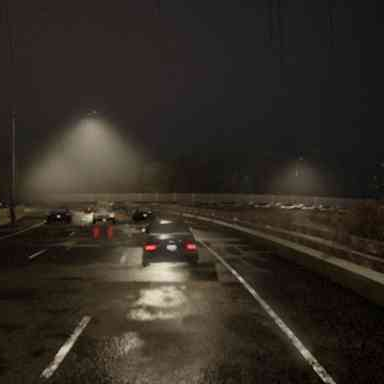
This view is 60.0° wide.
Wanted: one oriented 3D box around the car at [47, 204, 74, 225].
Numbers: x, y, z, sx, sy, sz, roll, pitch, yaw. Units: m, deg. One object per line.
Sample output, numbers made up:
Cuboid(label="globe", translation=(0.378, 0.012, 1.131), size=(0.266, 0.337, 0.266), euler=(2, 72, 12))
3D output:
Cuboid(label="car", translation=(-11.563, 2.044, 29.362), size=(1.994, 1.385, 4.181), euler=(0, -1, -16))

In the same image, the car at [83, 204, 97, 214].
Cuboid(label="car", translation=(-13.615, 2.325, 45.124), size=(1.895, 1.301, 4.718), euler=(0, -1, -24))

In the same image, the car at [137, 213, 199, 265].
Cuboid(label="car", translation=(-0.901, 1.738, 12.460), size=(2.033, 1.411, 5.357), euler=(0, -1, -6))

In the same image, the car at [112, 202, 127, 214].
Cuboid(label="car", translation=(-10.315, 2.231, 46.229), size=(1.837, 1.490, 4.892), euler=(0, -2, -24))

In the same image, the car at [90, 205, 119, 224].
Cuboid(label="car", translation=(-7.881, 2.075, 29.733), size=(1.895, 1.301, 4.718), euler=(0, -1, -16))

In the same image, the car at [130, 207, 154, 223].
Cuboid(label="car", translation=(-4.649, 2.044, 30.964), size=(1.994, 1.385, 4.181), euler=(0, -1, -16))
